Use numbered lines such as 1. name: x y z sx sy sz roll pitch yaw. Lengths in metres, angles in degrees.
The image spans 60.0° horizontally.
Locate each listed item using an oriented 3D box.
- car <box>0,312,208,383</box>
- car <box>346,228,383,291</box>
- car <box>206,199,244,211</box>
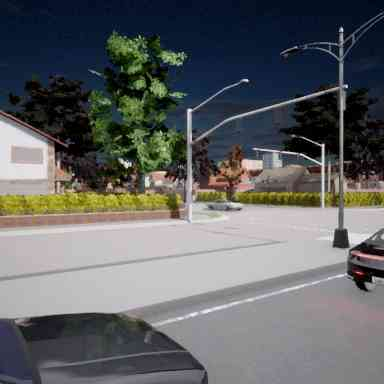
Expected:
1. car: -2.390 1.543 2.040 5.357 1.411 2.033 0 0 -36
2. car: 5.549 1.474 7.694 4.902 1.511 2.128 0 0 -35
3. car: 3.790 1.505 38.464 1.895 1.301 4.718 0 0 -36
